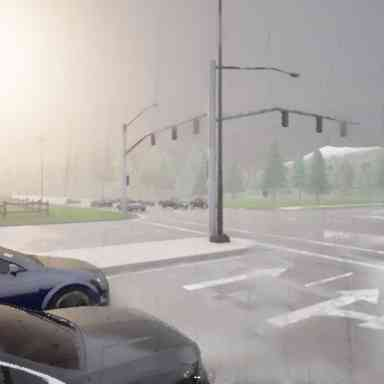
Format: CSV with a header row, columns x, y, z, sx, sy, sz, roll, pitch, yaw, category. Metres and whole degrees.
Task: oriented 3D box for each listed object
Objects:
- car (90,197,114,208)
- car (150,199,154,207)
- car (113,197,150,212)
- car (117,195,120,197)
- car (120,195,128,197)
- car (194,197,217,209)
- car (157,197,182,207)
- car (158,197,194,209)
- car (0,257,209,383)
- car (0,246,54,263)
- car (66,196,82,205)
x,y,z,sx,sy,sz,roll,pitch,yaw,category
-12.816,1.598,47.081,1.895,1.301,4.718,0,0,-35,car
-7.594,1.522,51.843,1.812,1.442,4.674,0,0,-35,car
-7.136,1.598,38.891,1.895,1.301,4.718,0,0,-35,car
-16.052,1.561,64.142,1.994,1.385,4.181,0,0,-33,car
-13.771,1.347,67.010,2.097,1.767,4.553,0,0,-34,car
1.551,1.501,44.804,1.837,1.490,4.892,0,0,-35,car
-3.633,1.522,52.277,1.812,1.442,4.674,0,0,-35,car
-2.319,1.488,44.237,2.128,1.511,4.902,0,0,-34,car
-2.098,1.505,2.217,4.892,1.490,1.837,0,0,-35,car
-3.536,1.562,5.523,4.181,1.385,1.994,0,0,-35,car
-20.969,1.523,58.891,1.812,1.442,4.674,0,0,-34,car
